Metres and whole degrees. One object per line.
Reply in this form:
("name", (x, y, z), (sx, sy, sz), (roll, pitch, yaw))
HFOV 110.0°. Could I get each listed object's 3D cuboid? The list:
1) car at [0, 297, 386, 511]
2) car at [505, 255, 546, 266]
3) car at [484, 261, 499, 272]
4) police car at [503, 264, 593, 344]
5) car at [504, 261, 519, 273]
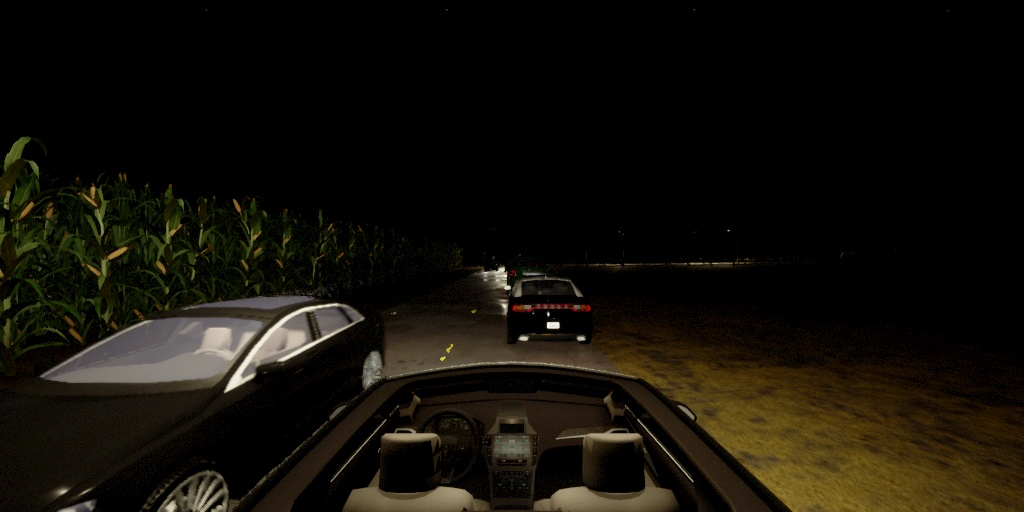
("car", (-2.850, 1.241, 3.640), (2.128, 1.511, 4.902), (0, 0, 0))
("car", (0.807, 0.994, 19.639), (2.150, 2.045, 5.566), (0, 0, 0))
("car", (-2.798, 1.386, 49.256), (1.837, 1.490, 4.892), (0, 0, 0))
("police car", (0.817, 1.179, 9.717), (1.930, 1.638, 5.238), (0, 0, 0))
("car", (-0.021, 1.397, 46.792), (1.812, 1.442, 4.674), (0, 0, 0))
